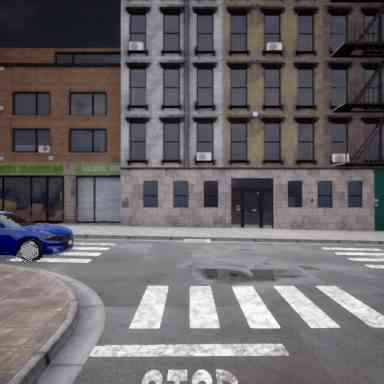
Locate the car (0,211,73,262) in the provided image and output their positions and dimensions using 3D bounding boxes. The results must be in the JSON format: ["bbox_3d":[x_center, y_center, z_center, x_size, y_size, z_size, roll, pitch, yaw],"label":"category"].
[{"bbox_3d":[-6.554,1.362,11.069,5.008,1.535,1.882,1,0,0],"label":"car"}]
